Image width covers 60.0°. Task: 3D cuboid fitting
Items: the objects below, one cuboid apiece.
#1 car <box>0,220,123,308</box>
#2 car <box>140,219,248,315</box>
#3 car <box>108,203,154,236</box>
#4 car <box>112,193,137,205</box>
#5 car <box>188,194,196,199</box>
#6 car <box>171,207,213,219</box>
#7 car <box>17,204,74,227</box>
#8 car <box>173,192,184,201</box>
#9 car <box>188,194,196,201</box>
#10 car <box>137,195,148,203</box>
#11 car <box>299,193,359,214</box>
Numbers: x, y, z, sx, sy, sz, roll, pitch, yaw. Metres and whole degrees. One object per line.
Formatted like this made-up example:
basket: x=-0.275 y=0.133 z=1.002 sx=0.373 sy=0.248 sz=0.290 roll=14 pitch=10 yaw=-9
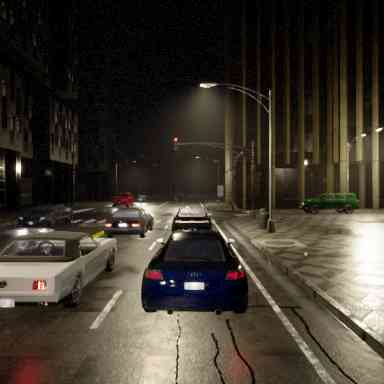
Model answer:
car: x=-3.148 y=1.597 z=7.868 sx=1.895 sy=1.301 sz=4.718 roll=0 pitch=0 yaw=0
car: x=0.086 y=1.560 z=7.647 sx=1.994 sy=1.385 sz=4.181 roll=0 pitch=0 yaw=1
car: x=-3.153 y=1.531 z=17.460 sx=2.033 sy=1.411 sz=5.357 roll=0 pitch=0 yaw=0
car: x=-9.847 y=1.130 z=47.568 sx=2.150 sy=2.045 sz=5.566 roll=0 pitch=0 yaw=0
car: x=-0.003 y=1.193 z=85.450 sx=1.895 sy=1.301 sz=4.718 roll=0 pitch=0 yaw=0
car: x=-0.001 y=1.477 z=16.521 sx=2.128 sy=1.511 sz=4.902 roll=0 pitch=0 yaw=0
car: x=-9.851 y=1.522 z=22.985 sx=2.033 sy=1.411 sz=5.357 roll=0 pitch=0 yaw=0
car: x=-3.253 y=1.296 z=74.999 sx=1.837 sy=1.490 sz=4.892 roll=0 pitch=0 yaw=0
car: x=-0.003 y=1.336 z=74.998 sx=2.033 sy=1.411 sz=5.357 roll=0 pitch=0 yaw=0
car: x=-9.781 y=1.333 z=65.684 sx=2.128 sy=1.511 sz=4.902 roll=0 pitch=0 yaw=0
car: x=13.566 y=1.110 z=32.990 sx=5.566 sy=2.045 sz=2.150 roll=0 pitch=0 yaw=2
